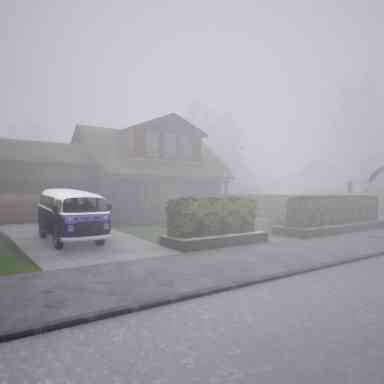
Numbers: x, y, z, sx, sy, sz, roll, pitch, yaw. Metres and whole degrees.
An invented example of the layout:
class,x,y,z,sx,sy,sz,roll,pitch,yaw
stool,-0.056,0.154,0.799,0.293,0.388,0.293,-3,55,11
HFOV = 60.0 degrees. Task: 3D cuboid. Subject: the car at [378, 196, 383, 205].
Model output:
class,x,y,z,sx,sy,sz,roll,pitch,yaw
car,24.631,0.968,41.423,3.866,1.878,1.905,0,0,-1
